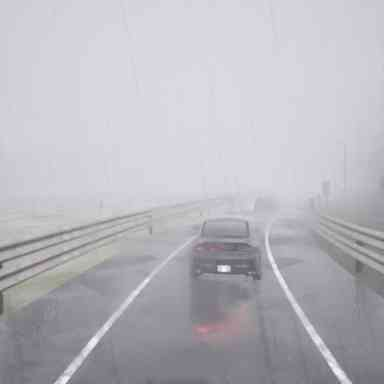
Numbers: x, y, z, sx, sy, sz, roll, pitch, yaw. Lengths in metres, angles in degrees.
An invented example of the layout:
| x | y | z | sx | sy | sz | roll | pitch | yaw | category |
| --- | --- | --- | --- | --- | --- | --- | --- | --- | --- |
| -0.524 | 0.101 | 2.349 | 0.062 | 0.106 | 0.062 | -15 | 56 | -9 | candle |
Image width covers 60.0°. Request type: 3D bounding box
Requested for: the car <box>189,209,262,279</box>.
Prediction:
| x | y | z | sx | sy | sz | roll | pitch | yaw | category |
| --- | --- | --- | --- | --- | --- | --- | --- | --- | --- |
| 1.056 | 1.493 | 10.090 | 1.837 | 1.490 | 4.892 | 0 | 1 | 7 | car |

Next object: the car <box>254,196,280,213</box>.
| x | y | z | sx | sy | sz | roll | pitch | yaw | category |
| --- | --- | --- | --- | --- | --- | --- | --- | --- | --- |
| 7.224 | 1.126 | 31.833 | 2.128 | 1.511 | 4.902 | 1 | 1 | 22 | car |
